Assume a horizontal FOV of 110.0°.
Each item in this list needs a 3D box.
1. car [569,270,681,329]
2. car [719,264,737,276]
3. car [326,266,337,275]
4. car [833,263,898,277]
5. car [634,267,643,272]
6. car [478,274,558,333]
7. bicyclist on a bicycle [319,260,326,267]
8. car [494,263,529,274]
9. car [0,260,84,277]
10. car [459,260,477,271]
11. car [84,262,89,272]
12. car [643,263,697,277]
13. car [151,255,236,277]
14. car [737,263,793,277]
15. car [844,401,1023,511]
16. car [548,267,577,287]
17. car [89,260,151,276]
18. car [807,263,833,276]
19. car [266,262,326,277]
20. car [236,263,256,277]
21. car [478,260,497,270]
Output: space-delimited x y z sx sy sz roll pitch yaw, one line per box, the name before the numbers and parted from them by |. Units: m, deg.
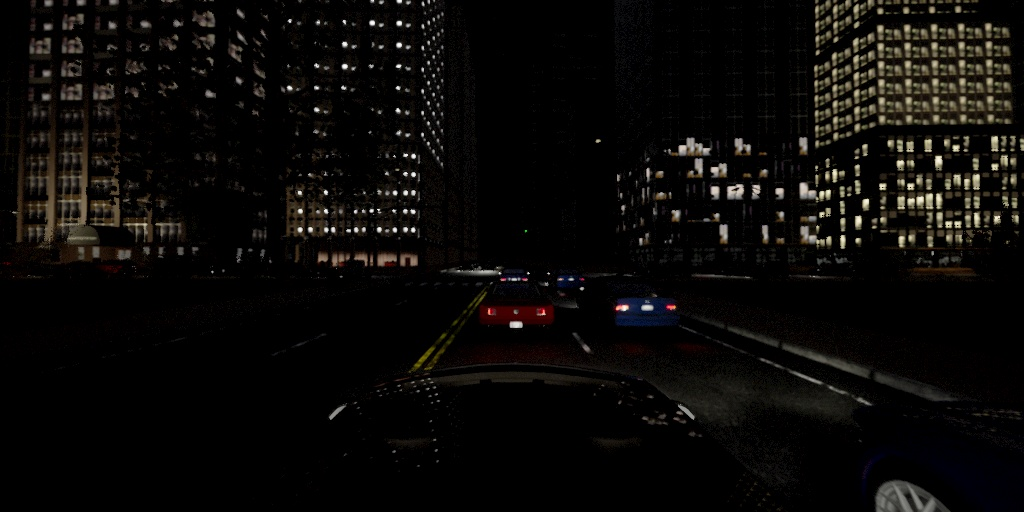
car | 3.362 1.341 11.399 2.033 1.411 5.357 0 0 0
car | 26.277 1.592 41.301 4.181 1.385 1.994 0 -1 2
car | -19.926 1.414 36.518 4.181 1.385 1.994 0 -1 2
car | 37.497 1.457 37.726 5.008 1.535 1.882 0 -1 2
car | 16.907 1.565 41.571 5.357 1.411 2.033 0 -1 2
car | 0.112 1.393 10.941 1.895 1.301 4.718 0 0 0
bicyclist on a bicycle | -25.086 1.347 47.549 0.582 1.620 1.656 0 -1 2
car | 0.132 1.391 22.959 2.033 1.411 5.357 0 0 0
car | -44.713 1.304 34.073 5.357 1.411 2.033 0 -1 2
car | -7.038 1.469 55.626 1.837 1.490 4.892 0 0 -1
car | -49.145 1.379 40.834 4.892 1.490 1.837 0 -1 2
car | 17.092 1.449 38.315 4.902 1.511 2.128 0 -1 2
car | -29.704 0.993 33.584 5.566 2.045 2.150 1 -1 2
car | 27.057 1.494 38.020 4.674 1.442 1.812 0 -1 2
car | 3.345 1.222 0.514 1.882 1.535 5.008 0 -1 0
car | 3.381 1.391 22.899 2.033 1.411 5.357 0 0 0
car | -40.132 1.176 37.174 4.553 1.767 2.097 0 -1 2
car | 36.552 1.565 41.004 4.674 1.442 1.812 0 -1 2
car | -20.272 1.315 33.280 4.674 1.442 1.812 0 -1 2
car | -29.010 1.316 36.810 5.008 1.535 1.882 0 -1 2
car | -3.806 1.460 56.487 2.128 1.511 4.902 0 0 -2
